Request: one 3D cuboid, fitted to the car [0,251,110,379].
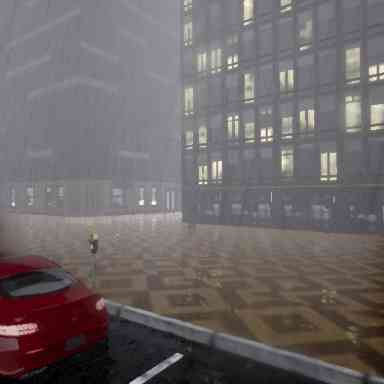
[{"bbox_3d":[-3.027,1.581,5.042,4.206,1.307,1.802,0,-1,36],"label":"car"}]
